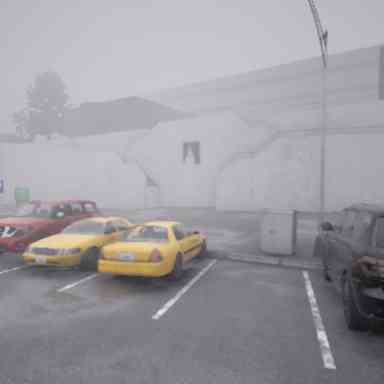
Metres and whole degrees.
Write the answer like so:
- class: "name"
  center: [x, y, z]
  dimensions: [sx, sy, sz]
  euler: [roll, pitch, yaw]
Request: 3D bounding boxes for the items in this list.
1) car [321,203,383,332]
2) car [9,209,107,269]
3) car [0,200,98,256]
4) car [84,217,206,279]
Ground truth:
- class: "car"
  center: [3.978, 1.240, 6.679]
  dimensions: [2.435, 2.045, 5.566]
  euler: [-1, -1, 15]
- class: "car"
  center: [-3.403, 1.569, 11.683]
  dimensions: [1.946, 1.575, 5.366]
  euler: [0, -1, 15]
- class: "car"
  center: [-5.803, 1.357, 13.579]
  dimensions: [2.435, 2.045, 5.566]
  euler: [0, -1, 15]
- class: "car"
  center: [-0.866, 1.545, 10.305]
  dimensions: [1.946, 1.575, 5.366]
  euler: [-1, -1, 15]
